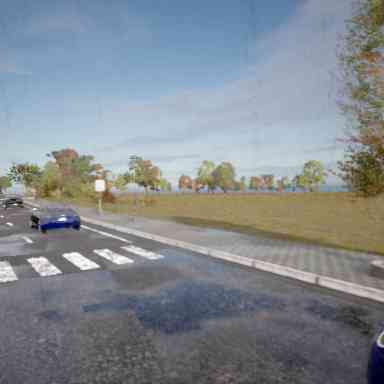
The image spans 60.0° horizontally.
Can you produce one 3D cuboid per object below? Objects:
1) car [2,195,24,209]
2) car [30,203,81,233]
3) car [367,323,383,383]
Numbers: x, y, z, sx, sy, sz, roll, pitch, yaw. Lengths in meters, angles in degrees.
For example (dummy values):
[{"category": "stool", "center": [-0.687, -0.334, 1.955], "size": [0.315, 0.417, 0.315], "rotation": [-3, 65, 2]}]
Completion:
[{"category": "car", "center": [-20.380, 1.080, 37.977], "size": [1.837, 1.490, 4.892], "rotation": [-2, 1, -32]}, {"category": "car", "center": [-7.528, 1.311, 18.123], "size": [1.994, 1.385, 4.181], "rotation": [-2, 1, -34]}, {"category": "car", "center": [3.548, 1.246, 1.873], "size": [2.097, 1.767, 4.553], "rotation": [-2, 1, -35]}]
